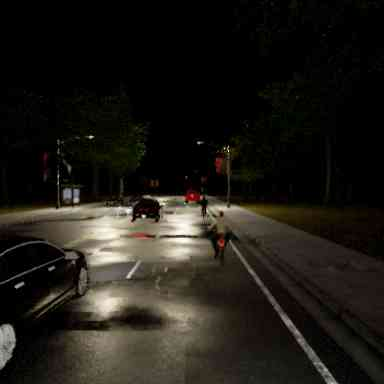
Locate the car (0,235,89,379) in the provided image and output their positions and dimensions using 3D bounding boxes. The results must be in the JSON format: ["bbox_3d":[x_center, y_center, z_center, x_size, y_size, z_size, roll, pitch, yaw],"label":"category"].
[{"bbox_3d":[-3.151,1.460,5.356,1.837,1.490,4.892,0,0,0],"label":"car"}]

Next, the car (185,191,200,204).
[{"bbox_3d":[0.093,0.791,53.943,2.150,2.045,5.566,0,1,0],"label":"car"}]

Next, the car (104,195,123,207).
[{"bbox_3d":[-9.846,1.161,42.719,1.837,1.490,4.892,0,0,0],"label":"car"}]

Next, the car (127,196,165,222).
[{"bbox_3d":[-3.153,1.308,24.128,1.837,1.490,4.892,0,0,0],"label":"car"}]

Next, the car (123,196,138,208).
[{"bbox_3d":[-6.599,1.202,40.076,1.812,1.442,4.674,0,0,0],"label":"car"}]

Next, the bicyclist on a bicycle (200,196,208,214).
[{"bbox_3d":[0.890,1.170,24.670,0.659,1.776,1.843,0,1,0],"label":"bicyclist on a bicycle"}]

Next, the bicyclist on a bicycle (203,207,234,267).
[{"bbox_3d":[0.874,1.353,10.111,0.866,1.612,1.509,0,0,0],"label":"bicyclist on a bicycle"}]

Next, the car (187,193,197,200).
[{"bbox_3d":[-0.011,0.953,73.674,2.033,1.411,5.357,0,0,0],"label":"car"}]
